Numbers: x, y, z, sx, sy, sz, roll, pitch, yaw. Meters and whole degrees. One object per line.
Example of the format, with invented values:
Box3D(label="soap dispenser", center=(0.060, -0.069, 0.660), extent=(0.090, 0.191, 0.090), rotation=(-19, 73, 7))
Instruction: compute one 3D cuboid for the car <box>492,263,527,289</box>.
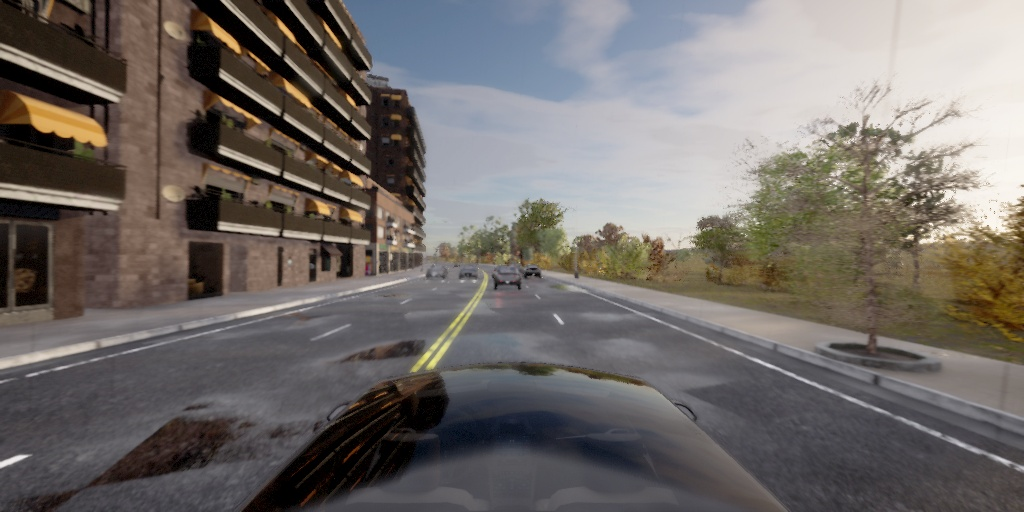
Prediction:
Box3D(label="car", center=(-0.372, 1.519, 25.706), extent=(2.128, 1.511, 4.902), rotation=(0, -1, -2))

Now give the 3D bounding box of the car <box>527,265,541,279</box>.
Box3D(label="car", center=(2.095, 1.699, 39.848), extent=(1.837, 1.490, 4.892), rotation=(0, -1, -4))

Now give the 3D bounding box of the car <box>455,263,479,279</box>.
Box3D(label="car", center=(-4.451, 1.707, 37.372), extent=(1.994, 1.385, 4.181), rotation=(0, -1, -4))

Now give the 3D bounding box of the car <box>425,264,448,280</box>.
Box3D(label="car", center=(-7.683, 1.619, 37.023), extent=(2.128, 1.511, 4.902), rotation=(0, -1, -4))

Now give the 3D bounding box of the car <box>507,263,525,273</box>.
Box3D(label="car", center=(0.592, 1.857, 56.363), extent=(2.128, 1.511, 4.902), rotation=(0, -1, -6))
